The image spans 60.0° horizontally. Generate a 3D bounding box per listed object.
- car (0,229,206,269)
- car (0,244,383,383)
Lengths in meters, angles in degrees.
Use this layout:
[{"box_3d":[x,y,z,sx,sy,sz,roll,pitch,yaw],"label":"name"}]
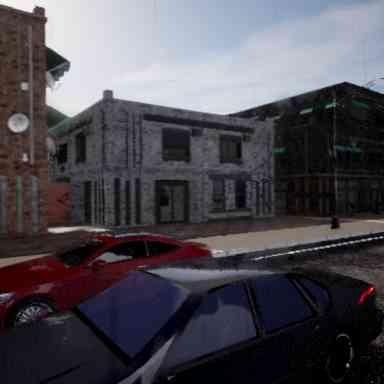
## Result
[{"box_3d":[-1.595,1.517,6.539,4.674,1.442,1.812,0,0,-35],"label":"car"},{"box_3d":[0.096,1.540,3.754,5.357,1.411,2.033,0,0,-35],"label":"car"}]
